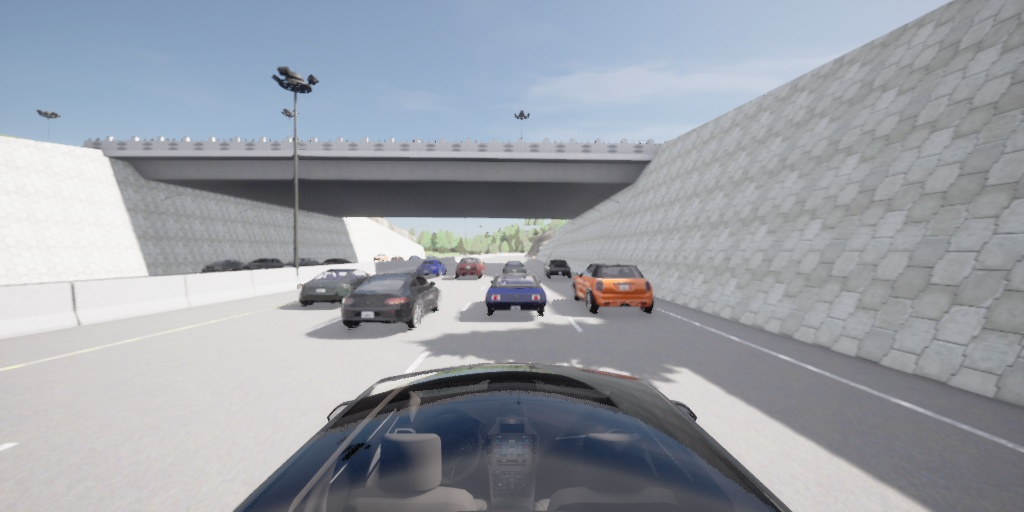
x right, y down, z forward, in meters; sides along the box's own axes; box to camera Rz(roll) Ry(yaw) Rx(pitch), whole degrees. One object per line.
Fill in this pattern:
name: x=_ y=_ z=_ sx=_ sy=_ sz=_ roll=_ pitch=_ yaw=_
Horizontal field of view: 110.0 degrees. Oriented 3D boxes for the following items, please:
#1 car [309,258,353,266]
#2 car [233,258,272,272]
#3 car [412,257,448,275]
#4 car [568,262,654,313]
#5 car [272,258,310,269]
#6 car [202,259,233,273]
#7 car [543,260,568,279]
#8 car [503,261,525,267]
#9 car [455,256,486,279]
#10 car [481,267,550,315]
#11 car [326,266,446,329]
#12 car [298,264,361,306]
car: x=-17.480 y=0.962 z=35.447 sx=1.837 sy=1.490 sz=4.892 roll=0 pitch=0 yaw=0
car: x=-24.479 y=0.952 z=35.434 sx=1.837 sy=1.490 sz=4.892 roll=0 pitch=0 yaw=0
car: x=-6.820 y=1.035 z=30.714 sx=1.812 sy=1.442 sz=4.674 roll=0 pitch=0 yaw=0
car: x=3.628 y=1.012 z=13.689 sx=2.097 sy=1.767 sz=4.553 roll=0 pitch=1 yaw=0
car: x=-20.978 y=0.941 z=35.740 sx=2.128 sy=1.511 sz=4.902 roll=0 pitch=0 yaw=0
car: x=-27.976 y=1.008 z=35.247 sx=1.994 sy=1.385 sz=4.181 roll=0 pitch=0 yaw=0
car: x=3.685 y=1.036 z=29.694 sx=1.837 sy=1.490 sz=4.892 roll=0 pitch=1 yaw=0
car: x=0.188 y=1.085 z=30.376 sx=1.994 sy=1.385 sz=4.181 roll=0 pitch=0 yaw=0
car: x=-3.317 y=0.876 z=29.439 sx=2.097 sy=1.767 sz=4.553 roll=0 pitch=0 yaw=0
car: x=0.127 y=1.261 z=12.984 sx=1.895 sy=1.301 sz=4.718 roll=0 pitch=0 yaw=0
car: x=-3.397 y=1.199 z=10.760 sx=1.812 sy=1.442 sz=4.674 roll=0 pitch=1 yaw=0
car: x=-6.866 y=1.199 z=14.895 sx=1.994 sy=1.385 sz=4.181 roll=0 pitch=0 yaw=0
